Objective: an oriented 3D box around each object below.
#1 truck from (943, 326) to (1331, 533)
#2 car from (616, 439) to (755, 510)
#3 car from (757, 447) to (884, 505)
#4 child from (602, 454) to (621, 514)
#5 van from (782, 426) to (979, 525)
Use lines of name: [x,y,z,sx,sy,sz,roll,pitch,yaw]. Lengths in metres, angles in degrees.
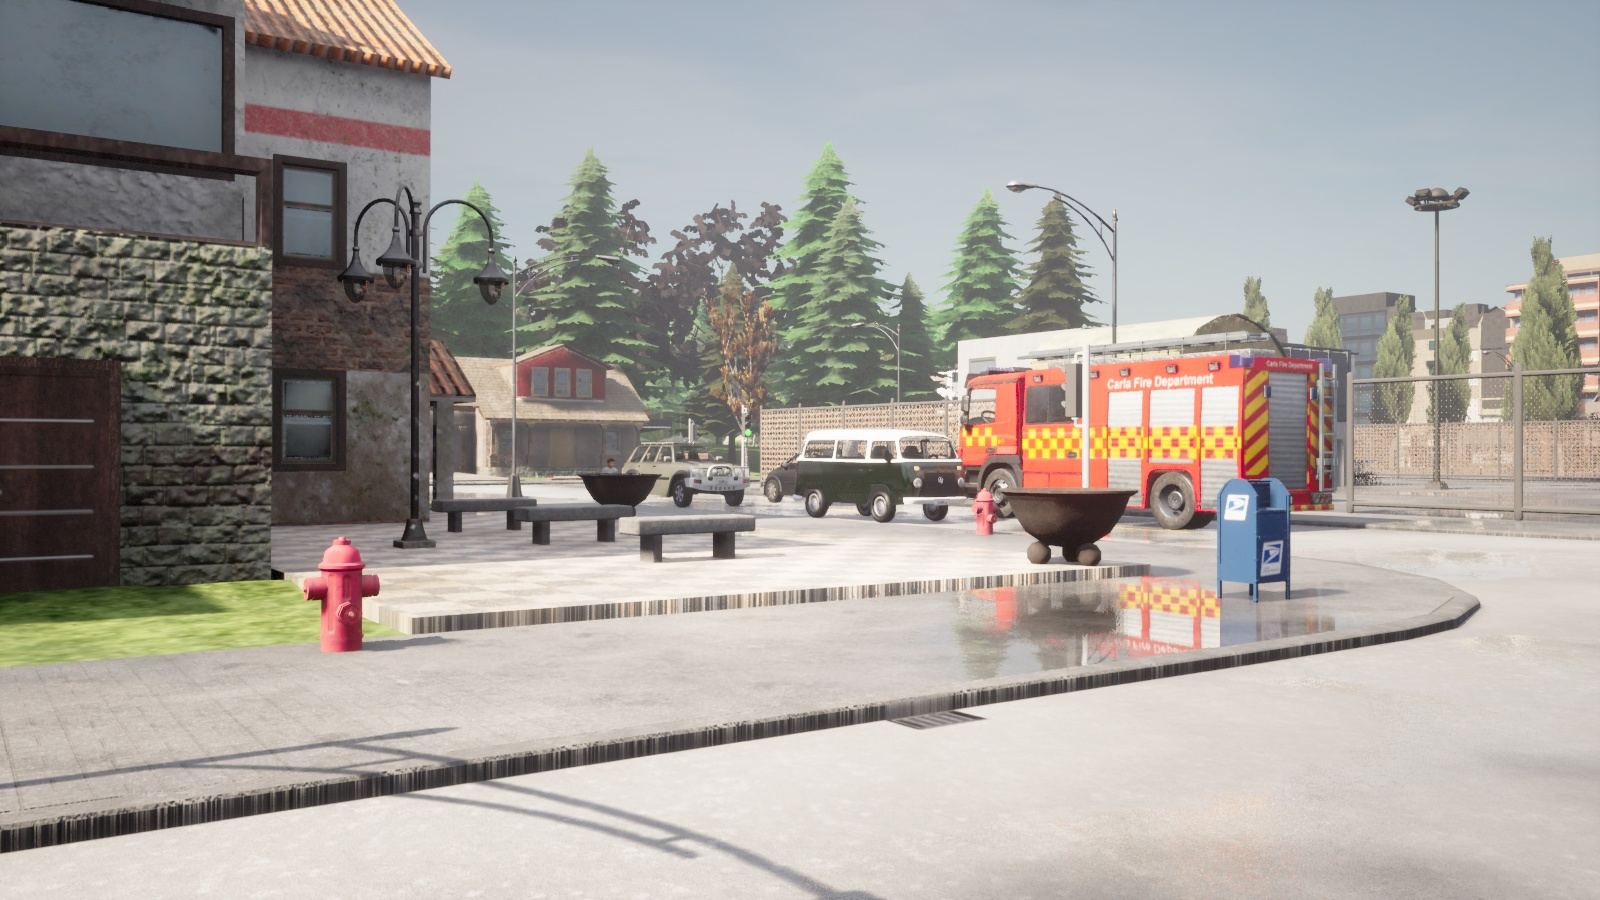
truck: [6.963,-0.367,27.552,2.891,3.827,8.468,0,0,-33]
car: [-3.326,0.656,35.614,1.932,1.855,4.605,0,0,-35]
car: [0.544,0.732,36.958,1.851,1.617,3.988,0,0,-33]
child: [-3.972,0.715,26.484,0.270,1.263,0.437,0,0,-26]
van: [1.716,0.534,28.243,2.069,2.038,4.480,0,0,-35]
